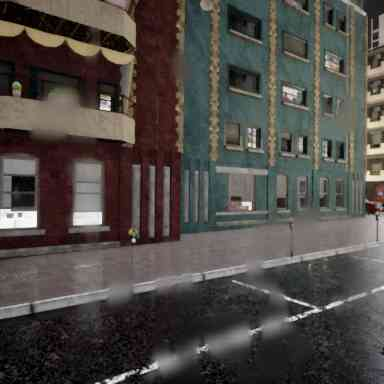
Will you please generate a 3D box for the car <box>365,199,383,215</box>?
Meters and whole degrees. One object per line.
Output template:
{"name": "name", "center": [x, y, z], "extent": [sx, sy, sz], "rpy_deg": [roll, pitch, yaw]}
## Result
{"name": "car", "center": [15.666, 1.235, 32.182], "extent": [2.192, 1.841, 5.009], "rpy_deg": [1, 0, -36]}
